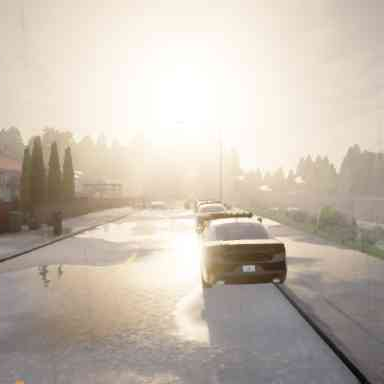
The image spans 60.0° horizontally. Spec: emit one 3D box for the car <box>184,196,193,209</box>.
[{"bbox_3d":[-0.015,1.557,45.226,1.994,1.385,4.181,0,0,0],"label":"car"}]

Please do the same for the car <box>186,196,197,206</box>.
[{"bbox_3d":[-0.063,1.496,57.588,1.837,1.490,4.892,0,0,0],"label":"car"}]

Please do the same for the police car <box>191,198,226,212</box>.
[{"bbox_3d":[1.122,1.372,19.346,1.930,1.638,5.238,-4,0,0],"label":"police car"}]

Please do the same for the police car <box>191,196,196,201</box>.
[{"bbox_3d":[1.118,1.371,25.338,1.930,1.638,5.238,-4,0,0],"label":"police car"}]

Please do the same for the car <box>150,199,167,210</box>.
[{"bbox_3d":[-4.147,1.540,42.315,2.033,1.411,5.357,0,0,0],"label":"car"}]

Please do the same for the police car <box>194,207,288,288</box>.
[{"bbox_3d":[1.150,1.400,9.354,1.930,1.638,5.238,-2,-1,0],"label":"police car"}]
